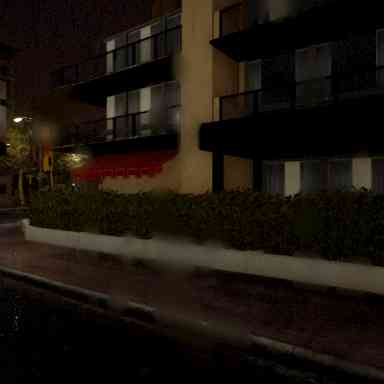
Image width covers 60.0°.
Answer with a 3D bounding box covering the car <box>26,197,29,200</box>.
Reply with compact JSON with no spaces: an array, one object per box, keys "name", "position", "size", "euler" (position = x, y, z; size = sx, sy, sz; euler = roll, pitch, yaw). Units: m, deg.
[{"name":"car","position":[-36.115,1.480,67.977],"size":[4.892,1.521,2.231],"euler":[0,0,36]}]
